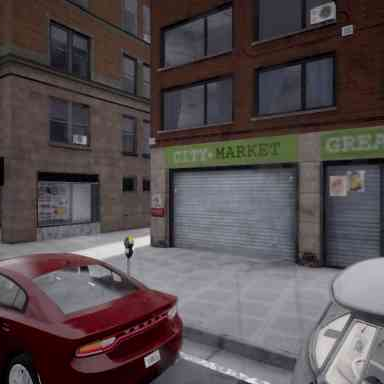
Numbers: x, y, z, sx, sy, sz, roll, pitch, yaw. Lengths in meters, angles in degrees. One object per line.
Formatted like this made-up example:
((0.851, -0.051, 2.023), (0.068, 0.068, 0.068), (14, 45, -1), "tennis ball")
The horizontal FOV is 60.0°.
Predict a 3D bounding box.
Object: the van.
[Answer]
((2.395, 1.341, 1.367), (3.998, 1.788, 1.690), (0, 0, 35), "van")

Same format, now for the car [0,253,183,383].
((-2.214, 1.544, 4.654), (4.507, 1.381, 1.887), (0, 0, 35), "car")
